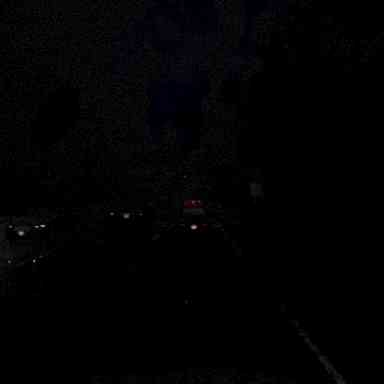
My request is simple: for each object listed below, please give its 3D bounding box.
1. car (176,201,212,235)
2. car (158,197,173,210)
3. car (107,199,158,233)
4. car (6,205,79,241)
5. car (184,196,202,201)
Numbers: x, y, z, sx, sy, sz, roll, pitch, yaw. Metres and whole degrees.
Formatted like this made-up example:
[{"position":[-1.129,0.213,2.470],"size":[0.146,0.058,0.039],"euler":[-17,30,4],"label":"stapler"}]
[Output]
[{"position":[0.087,1.458,18.022],"size":[1.812,1.442,4.674],"euler":[0,0,0],"label":"car"},{"position":[-3.398,1.314,41.070],"size":[1.882,1.535,5.008],"euler":[0,0,0],"label":"car"},{"position":[-3.399,1.279,19.340],"size":[2.097,1.767,4.553],"euler":[0,0,0],"label":"car"},{"position":[-7.097,1.428,16.277],"size":[2.128,1.511,4.902],"euler":[0,1,0],"label":"car"},{"position":[0.103,1.196,39.136],"size":[2.097,1.767,4.553],"euler":[0,0,0],"label":"car"}]
